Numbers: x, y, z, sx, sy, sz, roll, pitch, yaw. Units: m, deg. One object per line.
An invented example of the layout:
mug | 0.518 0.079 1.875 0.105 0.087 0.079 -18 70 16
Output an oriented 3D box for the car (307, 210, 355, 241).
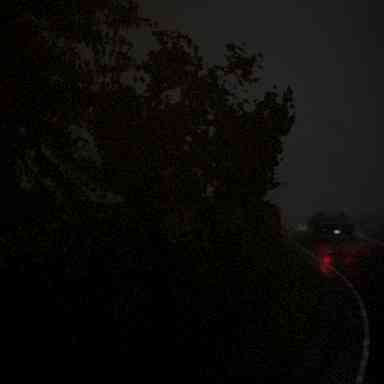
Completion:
car | 7.548 1.729 18.372 2.128 1.511 4.902 -1 -1 13
